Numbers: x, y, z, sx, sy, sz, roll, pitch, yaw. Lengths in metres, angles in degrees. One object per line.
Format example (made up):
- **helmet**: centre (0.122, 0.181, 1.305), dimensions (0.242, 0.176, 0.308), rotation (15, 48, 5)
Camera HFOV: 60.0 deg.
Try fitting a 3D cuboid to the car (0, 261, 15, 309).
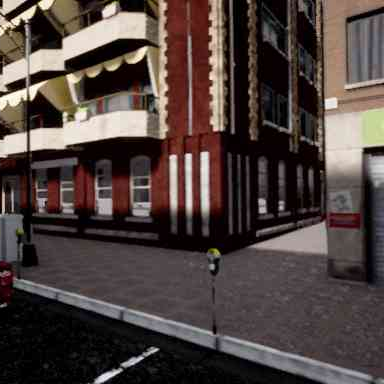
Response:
- **car**: centre (-5.353, 1.626, 6.696), dimensions (4.507, 1.381, 1.887), rotation (-1, -1, 36)
